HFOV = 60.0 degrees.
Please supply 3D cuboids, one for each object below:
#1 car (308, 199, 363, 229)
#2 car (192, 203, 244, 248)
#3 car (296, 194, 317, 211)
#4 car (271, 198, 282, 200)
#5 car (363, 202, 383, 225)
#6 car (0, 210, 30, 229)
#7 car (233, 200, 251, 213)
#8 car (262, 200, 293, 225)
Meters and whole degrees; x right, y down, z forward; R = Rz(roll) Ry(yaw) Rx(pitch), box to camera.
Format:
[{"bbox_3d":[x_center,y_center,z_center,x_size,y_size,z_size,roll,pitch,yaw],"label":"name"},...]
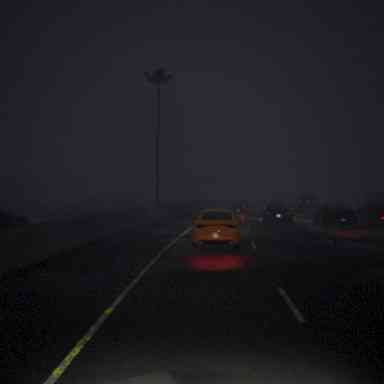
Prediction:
[{"bbox_3d":[9.296,1.474,21.970,1.882,1.535,5.008,0,0,9],"label":"car"},{"bbox_3d":[1.141,1.459,14.785,1.882,1.535,5.008,0,0,6],"label":"car"},{"bbox_3d":[13.636,1.205,39.554,2.150,2.045,5.566,0,0,18],"label":"car"},{"bbox_3d":[10.527,1.497,41.258,1.812,1.442,4.674,0,0,17],"label":"car"},{"bbox_3d":[13.156,1.511,23.711,1.837,1.490,4.892,0,0,11],"label":"car"},{"bbox_3d":[-9.612,1.495,14.988,2.033,1.411,5.357,0,0,7],"label":"car"},{"bbox_3d":[5.335,1.563,36.262,1.895,1.301,4.718,0,0,15],"label":"car"},{"bbox_3d":[6.117,1.547,24.057,1.994,1.385,4.181,0,0,10],"label":"car"}]
